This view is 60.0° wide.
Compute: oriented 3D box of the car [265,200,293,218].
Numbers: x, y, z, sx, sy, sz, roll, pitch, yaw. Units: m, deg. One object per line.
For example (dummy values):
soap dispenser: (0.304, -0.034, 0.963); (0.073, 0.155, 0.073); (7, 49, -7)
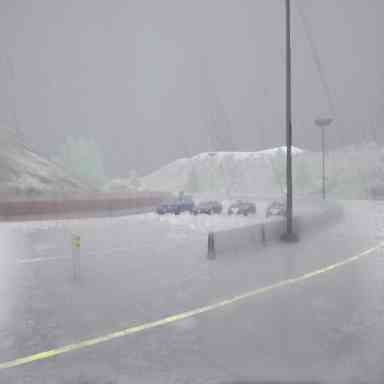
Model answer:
car: (8.052, 1.528, 30.542); (2.128, 1.511, 4.902); (0, 0, 24)

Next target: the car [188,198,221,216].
car: (1.673, 1.594, 33.451); (1.837, 1.490, 4.892); (-1, -1, 25)

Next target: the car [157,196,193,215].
car: (-1.528, 1.401, 34.874); (2.150, 2.045, 5.566); (-1, -1, 25)

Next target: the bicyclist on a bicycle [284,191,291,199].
bicyclist on a bicycle: (26.292, 0.742, 91.831); (1.656, 1.620, 0.582); (27, -14, -30)

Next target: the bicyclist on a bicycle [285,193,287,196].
bicyclist on a bicycle: (26.565, 0.739, 91.397); (1.656, 1.620, 0.582); (26, -15, -31)

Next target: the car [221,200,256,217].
car: (4.866, 1.532, 31.994); (2.128, 1.511, 4.902); (0, 0, 24)
